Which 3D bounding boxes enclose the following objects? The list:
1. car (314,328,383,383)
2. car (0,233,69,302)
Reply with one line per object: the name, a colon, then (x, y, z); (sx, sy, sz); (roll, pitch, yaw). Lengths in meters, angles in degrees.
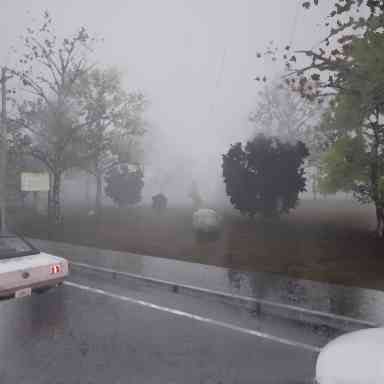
car: (3.100, 1.526, 1.797); (4.674, 1.442, 1.812); (0, 0, 35)
car: (-4.968, 1.601, 7.534); (4.718, 1.301, 1.895); (0, 0, 36)
